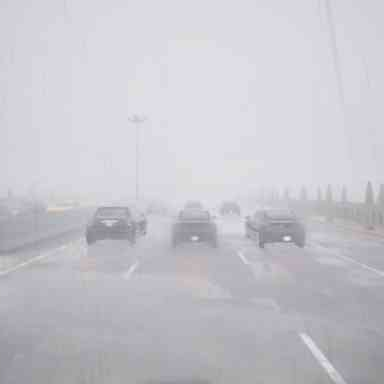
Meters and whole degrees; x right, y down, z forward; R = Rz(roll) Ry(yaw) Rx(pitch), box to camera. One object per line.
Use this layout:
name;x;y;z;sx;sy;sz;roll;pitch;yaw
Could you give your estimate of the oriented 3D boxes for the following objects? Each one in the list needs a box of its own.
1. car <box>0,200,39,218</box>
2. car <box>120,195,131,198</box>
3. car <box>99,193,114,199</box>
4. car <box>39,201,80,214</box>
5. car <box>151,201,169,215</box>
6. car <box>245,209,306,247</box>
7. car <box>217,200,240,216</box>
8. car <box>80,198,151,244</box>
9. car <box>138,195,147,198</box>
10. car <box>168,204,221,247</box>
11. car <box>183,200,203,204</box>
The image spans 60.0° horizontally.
car;-14.102;1.500;28.813;2.128;1.511;4.902;0;0;0
car;-13.985;1.369;69.679;2.097;1.767;4.553;0;0;0
car;-17.505;1.244;68.460;2.150;2.045;5.566;0;0;0
car;-10.602;1.486;28.025;1.882;1.535;5.008;0;0;0
car;-3.405;1.575;33.374;1.994;1.385;4.181;0;0;0
car;3.598;1.510;15.004;1.837;1.490;4.892;0;0;0
car;3.592;1.516;32.647;1.837;1.490;4.892;0;0;0
car;-3.403;1.357;15.836;2.097;1.767;4.553;0;0;0
car;-10.489;1.373;69.473;2.097;1.767;4.553;0;0;0
car;0.098;1.510;15.021;1.837;1.490;4.892;0;0;0
car;0.095;1.516;32.648;1.837;1.490;4.892;0;0;0
